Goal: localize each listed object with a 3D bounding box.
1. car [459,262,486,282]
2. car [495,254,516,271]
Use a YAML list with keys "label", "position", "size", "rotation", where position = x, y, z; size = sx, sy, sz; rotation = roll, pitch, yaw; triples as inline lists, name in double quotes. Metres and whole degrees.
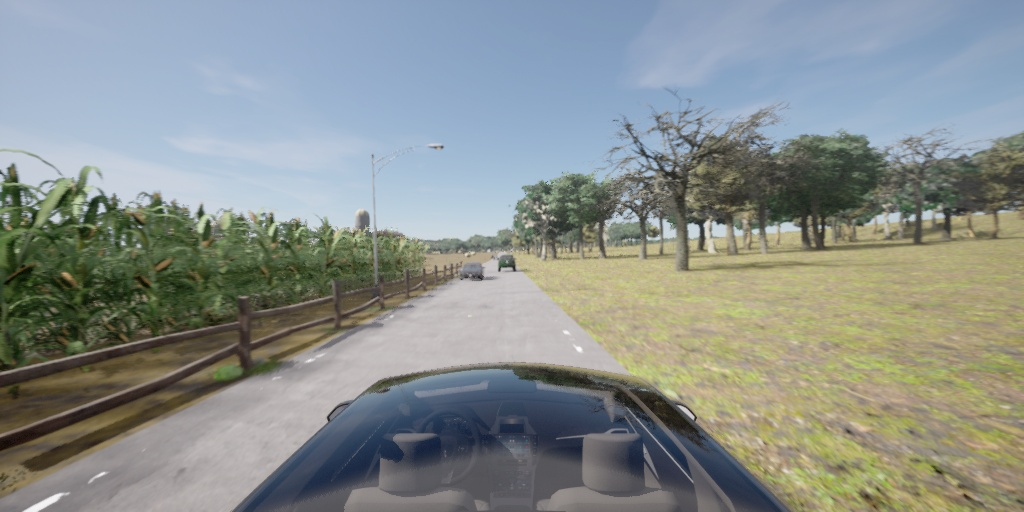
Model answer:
- label: "car"
  position: [-3.269, 1.269, 30.190]
  size: [1.837, 1.490, 4.892]
  rotation: [-2, 0, -1]
- label: "car"
  position: [-0.641, 0.831, 45.725]
  size: [2.150, 2.045, 5.566]
  rotation: [-2, 0, -1]
